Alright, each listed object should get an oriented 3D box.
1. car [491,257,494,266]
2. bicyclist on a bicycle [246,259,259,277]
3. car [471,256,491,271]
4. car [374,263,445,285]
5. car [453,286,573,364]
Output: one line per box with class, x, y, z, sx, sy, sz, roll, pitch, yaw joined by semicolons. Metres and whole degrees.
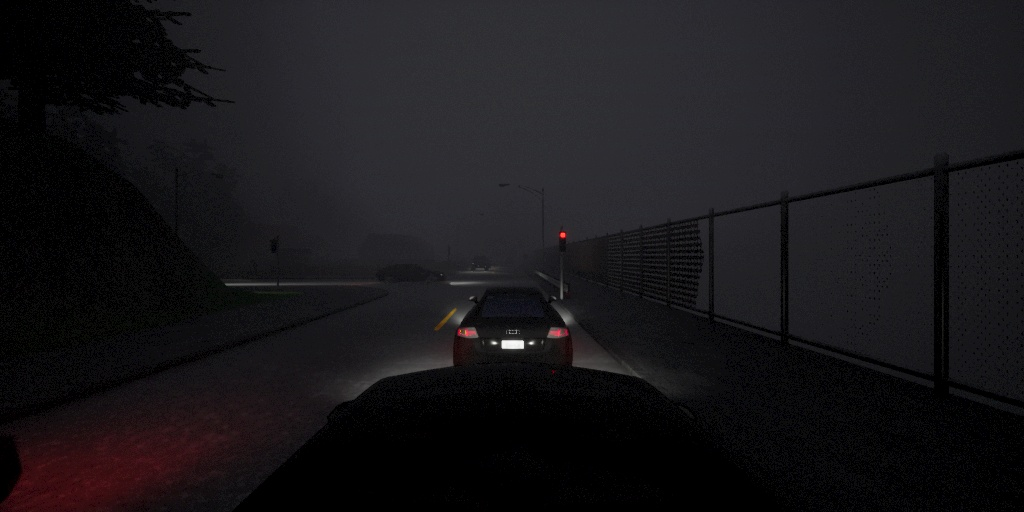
car;-4.542;1.275;60.501;1.812;1.442;4.674;0;0;0
bicyclist on a bicycle;-24.042;1.099;33.271;0.582;1.620;1.656;0;0;0
car;-4.482;0.971;50.585;2.150;2.045;5.566;0;0;0
car;-7.278;1.257;25.806;4.892;1.490;1.837;-1;1;-13
car;0.019;1.314;7.450;1.994;1.385;4.181;0;0;0
